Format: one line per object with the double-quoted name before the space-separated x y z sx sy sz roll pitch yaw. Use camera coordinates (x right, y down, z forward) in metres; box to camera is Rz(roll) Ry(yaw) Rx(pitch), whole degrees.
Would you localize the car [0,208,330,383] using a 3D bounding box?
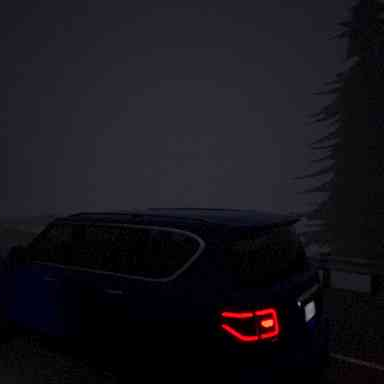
"car" -1.015 1.264 4.801 5.566 2.045 2.150 -1 0 36
